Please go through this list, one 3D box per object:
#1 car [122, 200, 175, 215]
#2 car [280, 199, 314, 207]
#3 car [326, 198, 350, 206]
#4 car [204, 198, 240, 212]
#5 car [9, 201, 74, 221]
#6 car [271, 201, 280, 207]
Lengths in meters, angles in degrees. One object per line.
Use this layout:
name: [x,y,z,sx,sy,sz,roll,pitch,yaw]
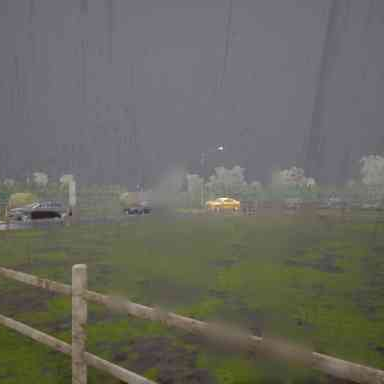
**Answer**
car: [-4.188,1.555,33.120,5.357,1.411,2.033,0,0,-43]
car: [14.478,1.649,45.084,4.718,1.301,1.895,0,0,-37]
car: [22.394,1.586,51.108,4.674,1.442,1.812,0,0,-36]
car: [3.637,1.496,39.988,5.008,1.535,1.882,0,0,-40]
car: [-11.672,1.487,25.904,2.128,1.511,4.902,1,0,44]
car: [13.420,1.632,47.866,4.718,1.301,1.895,0,0,-37]
